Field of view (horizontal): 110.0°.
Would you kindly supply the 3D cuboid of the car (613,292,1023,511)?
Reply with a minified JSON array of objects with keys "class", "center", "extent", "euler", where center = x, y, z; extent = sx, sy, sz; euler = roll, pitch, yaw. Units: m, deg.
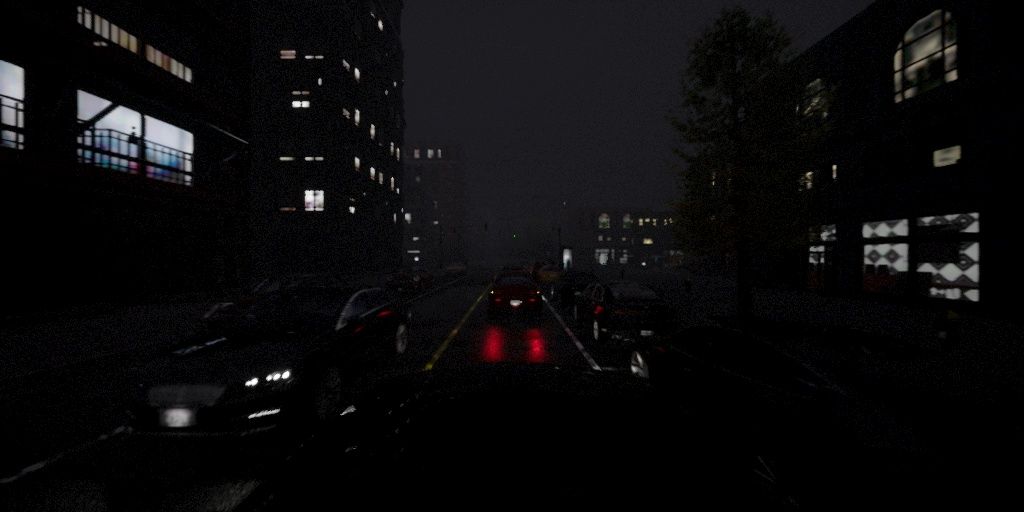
[{"class":"car","center":[2.689,1.313,3.770],"extent":[1.948,1.339,4.313],"euler":[0,0,0]}]

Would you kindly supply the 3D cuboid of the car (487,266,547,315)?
[{"class":"car","center":[0.098,1.265,13.320],"extent":[1.812,1.442,4.674],"euler":[0,0,0]}]

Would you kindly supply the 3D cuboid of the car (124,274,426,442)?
[{"class":"car","center":[-3.101,1.237,5.781],"extent":[2.128,1.511,4.902],"euler":[0,0,0]}]

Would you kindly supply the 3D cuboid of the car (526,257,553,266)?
[{"class":"car","center":[2.687,1.038,31.466],"extent":[2.192,1.841,5.009],"euler":[0,0,0]}]

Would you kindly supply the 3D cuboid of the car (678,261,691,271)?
[{"class":"car","center":[26.142,1.375,51.495],"extent":[4.507,1.381,1.888],"euler":[0,0,0]}]

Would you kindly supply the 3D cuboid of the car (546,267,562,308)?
[{"class":"car","center":[2.688,1.303,14.847],"extent":[1.948,1.339,4.313],"euler":[0,0,0]}]

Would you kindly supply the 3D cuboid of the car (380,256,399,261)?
[{"class":"car","center":[-17.282,0.969,51.235],"extent":[5.009,1.841,2.192],"euler":[0,0,0]}]

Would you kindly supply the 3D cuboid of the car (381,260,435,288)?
[{"class":"car","center":[-5.693,1.173,20.386],"extent":[1.967,1.591,4.097],"euler":[0,0,0]}]

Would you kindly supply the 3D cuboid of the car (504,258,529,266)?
[{"class":"car","center":[0.097,1.203,29.024],"extent":[1.882,1.535,5.008],"euler":[0,0,0]}]

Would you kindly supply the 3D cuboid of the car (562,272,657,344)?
[{"class":"car","center":[2.689,1.293,9.308],"extent":[2.007,1.370,4.403],"euler":[0,0,0]}]

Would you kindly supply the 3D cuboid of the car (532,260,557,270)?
[{"class":"car","center":[2.687,1.253,26.097],"extent":[1.751,1.417,4.829],"euler":[0,0,0]}]

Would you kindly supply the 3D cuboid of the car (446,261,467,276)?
[{"class":"car","center":[-5.696,1.243,36.836],"extent":[1.751,1.417,4.829],"euler":[0,0,0]}]

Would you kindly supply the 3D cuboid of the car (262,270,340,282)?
[{"class":"car","center":[-5.692,1.182,9.307],"extent":[1.967,1.591,4.097],"euler":[0,0,0]}]
